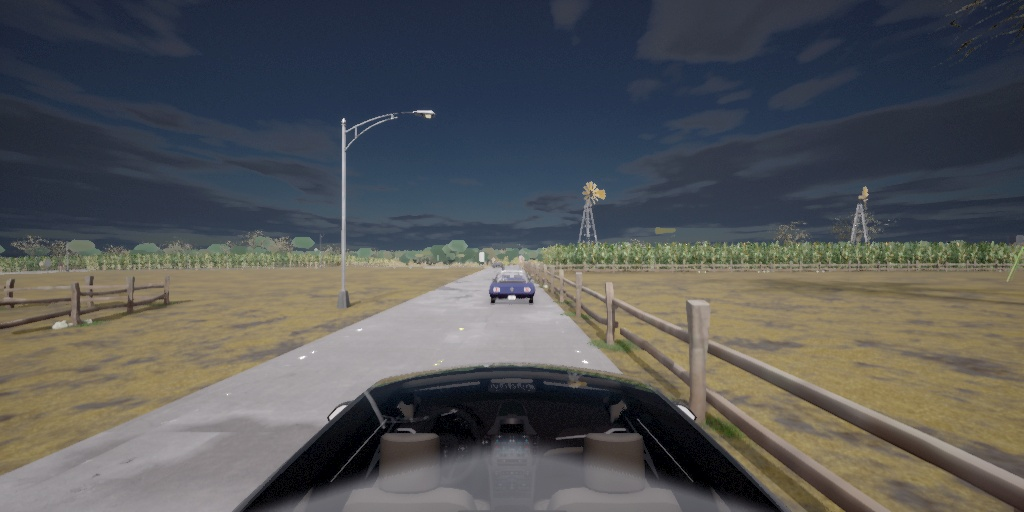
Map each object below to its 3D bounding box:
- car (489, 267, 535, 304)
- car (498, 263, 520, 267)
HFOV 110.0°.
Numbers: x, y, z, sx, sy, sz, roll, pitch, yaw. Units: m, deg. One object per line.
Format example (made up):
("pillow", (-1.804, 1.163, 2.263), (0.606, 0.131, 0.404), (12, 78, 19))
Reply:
("car", (0.000, 1.382, 16.531), (1.895, 1.301, 4.718), (0, 0, 0))
("car", (0.000, 1.443, 31.533), (1.895, 1.301, 4.718), (0, 0, 0))
